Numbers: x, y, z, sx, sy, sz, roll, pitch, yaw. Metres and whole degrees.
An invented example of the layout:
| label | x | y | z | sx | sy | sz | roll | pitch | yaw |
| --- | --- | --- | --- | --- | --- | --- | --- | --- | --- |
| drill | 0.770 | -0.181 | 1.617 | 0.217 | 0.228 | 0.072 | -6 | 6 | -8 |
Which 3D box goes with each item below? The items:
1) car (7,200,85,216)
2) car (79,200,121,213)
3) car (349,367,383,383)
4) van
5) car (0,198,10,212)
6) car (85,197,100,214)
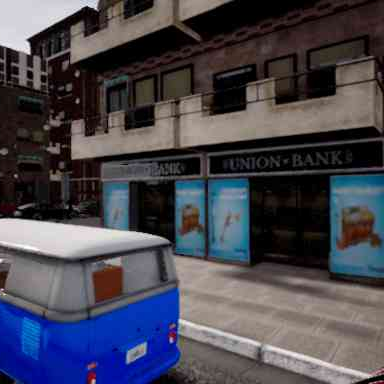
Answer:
| label | x | y | z | sx | sy | sz | roll | pitch | yaw |
| --- | --- | --- | --- | --- | --- | --- | --- | --- | --- |
| car | -10.181 | 1.401 | 23.464 | 1.947 | 1.339 | 4.313 | -1 | -1 | 36 |
| car | -10.287 | 1.547 | 37.516 | 1.947 | 1.339 | 4.313 | -1 | -1 | 36 |
| car | 2.456 | 1.452 | 1.103 | 4.097 | 1.590 | 1.967 | 1 | -1 | 36 |
| van | -2.039 | 1.308 | 4.310 | 3.998 | 1.788 | 1.690 | 1 | -1 | 36 |
| car | -16.944 | 1.357 | 28.416 | 1.967 | 1.590 | 4.097 | -1 | -1 | 36 |
| car | -9.587 | 1.294 | 34.083 | 2.097 | 1.767 | 4.553 | -1 | -1 | 36 |
